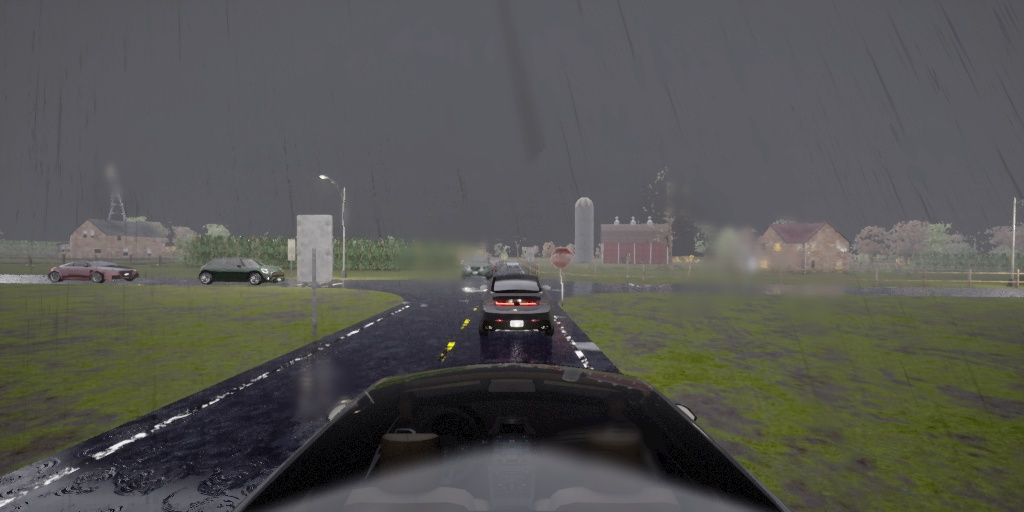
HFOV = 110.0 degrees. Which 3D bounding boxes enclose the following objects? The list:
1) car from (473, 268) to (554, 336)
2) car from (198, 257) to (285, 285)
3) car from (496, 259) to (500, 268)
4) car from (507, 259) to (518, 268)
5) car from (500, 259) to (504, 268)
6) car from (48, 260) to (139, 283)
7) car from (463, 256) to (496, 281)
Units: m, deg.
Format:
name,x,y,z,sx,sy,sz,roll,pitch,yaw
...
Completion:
name,x,y,z,sx,sy,sz,roll,pitch,yaw
car,0.106,1.255,10.383,1.837,1.490,4.892,0,0,0
car,-17.166,0.892,22.993,4.553,1.767,2.097,1,1,0
car,-2.815,1.252,45.415,1.882,1.535,5.008,0,0,0
car,0.141,1.399,61.913,1.895,1.301,4.718,0,0,0
car,-2.786,1.284,58.093,2.128,1.511,4.902,0,0,0
car,-26.691,0.963,22.970,4.181,1.385,1.994,1,1,0
car,-2.829,0.983,30.695,2.150,2.045,5.566,0,0,0
